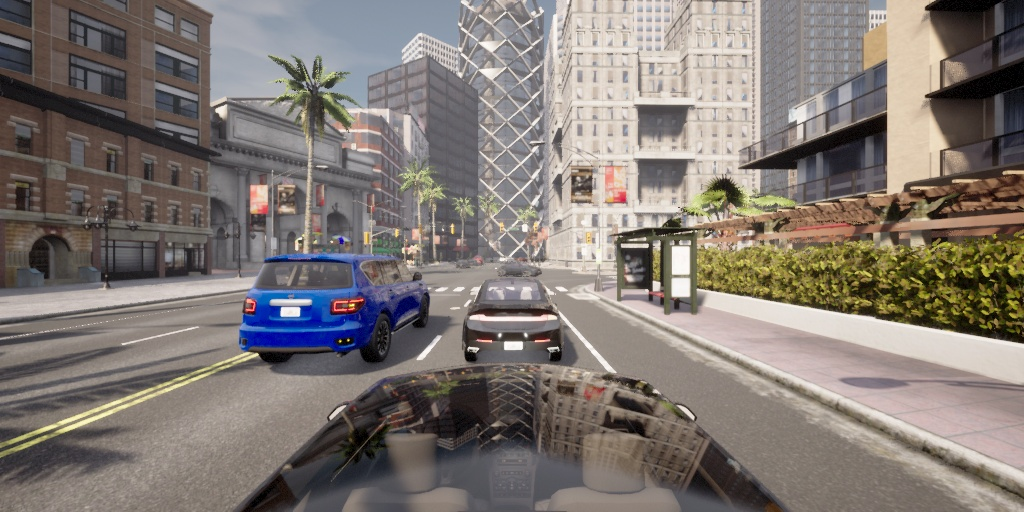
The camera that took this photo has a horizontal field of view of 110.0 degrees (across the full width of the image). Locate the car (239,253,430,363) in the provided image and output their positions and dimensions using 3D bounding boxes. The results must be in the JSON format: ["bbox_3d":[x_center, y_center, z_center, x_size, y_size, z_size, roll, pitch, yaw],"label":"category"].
[{"bbox_3d":[-3.489,0.971,8.313,2.150,2.045,5.566,0,0,0],"label":"car"}]

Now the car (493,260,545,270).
[{"bbox_3d":[0.719,1.313,34.724,4.181,1.385,1.994,0,0,27],"label":"car"}]

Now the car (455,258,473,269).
[{"bbox_3d":[-7.661,1.255,56.021,1.837,1.490,4.892,0,-1,0],"label":"car"}]

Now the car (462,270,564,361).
[{"bbox_3d":[0.013,1.241,8.228,2.128,1.511,4.902,0,0,0],"label":"car"}]
